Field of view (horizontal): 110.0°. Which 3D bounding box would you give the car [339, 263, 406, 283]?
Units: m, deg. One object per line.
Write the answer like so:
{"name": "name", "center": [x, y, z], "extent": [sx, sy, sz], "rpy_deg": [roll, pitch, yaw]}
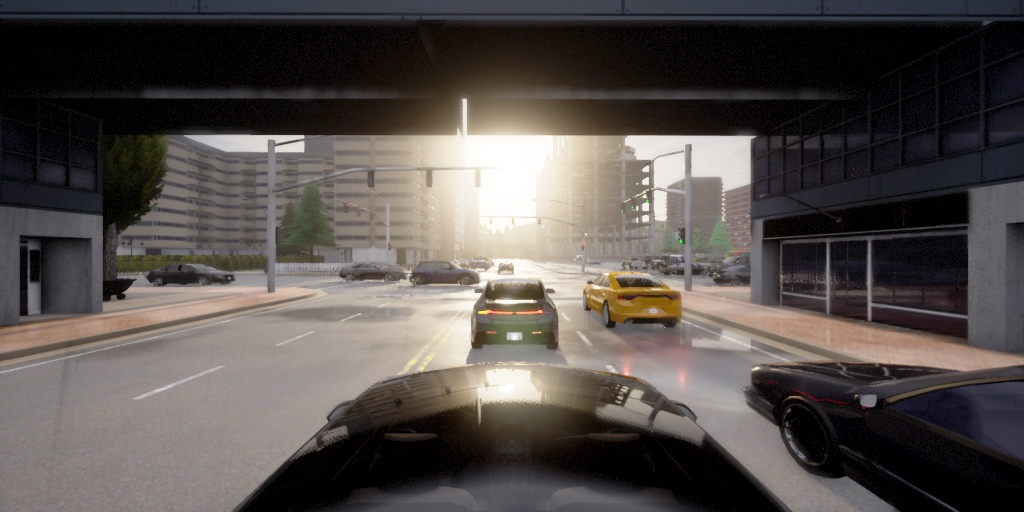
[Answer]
{"name": "car", "center": [-10.654, 1.249, 27.544], "extent": [4.902, 1.511, 2.128], "rpy_deg": [0, 0, -1]}

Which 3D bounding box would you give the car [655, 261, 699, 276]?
{"name": "car", "center": [16.889, 1.361, 34.910], "extent": [4.718, 1.301, 1.895], "rpy_deg": [0, 0, 0]}

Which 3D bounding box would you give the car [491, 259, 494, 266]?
{"name": "car", "center": [-4.554, 1.259, 60.294], "extent": [2.128, 1.511, 4.902], "rpy_deg": [0, 0, 0]}

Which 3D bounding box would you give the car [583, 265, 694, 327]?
{"name": "car", "center": [3.577, 1.231, 11.509], "extent": [1.882, 1.535, 5.008], "rpy_deg": [0, 0, 0]}

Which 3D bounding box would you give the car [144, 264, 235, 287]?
{"name": "car", "center": [-21.297, 1.261, 23.942], "extent": [4.892, 1.490, 1.837], "rpy_deg": [0, 0, 0]}

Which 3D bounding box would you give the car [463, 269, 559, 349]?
{"name": "car", "center": [0.066, 1.257, 9.138], "extent": [1.837, 1.490, 4.892], "rpy_deg": [0, 0, 0]}

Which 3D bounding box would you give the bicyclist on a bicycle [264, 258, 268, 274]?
{"name": "bicyclist on a bicycle", "center": [-25.998, 1.061, 38.402], "extent": [0.582, 1.620, 1.656], "rpy_deg": [0, 0, 0]}

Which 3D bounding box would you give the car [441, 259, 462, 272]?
{"name": "car", "center": [-7.993, 1.241, 47.671], "extent": [1.882, 1.535, 5.008], "rpy_deg": [0, 0, 0]}

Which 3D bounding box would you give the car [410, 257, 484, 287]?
{"name": "car", "center": [-4.410, 1.108, 24.118], "extent": [4.553, 1.767, 2.097], "rpy_deg": [0, 0, -1]}

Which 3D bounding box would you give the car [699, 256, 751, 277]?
{"name": "car", "center": [19.902, 0.980, 31.372], "extent": [5.566, 2.045, 2.150], "rpy_deg": [0, 0, 1]}

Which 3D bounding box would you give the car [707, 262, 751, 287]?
{"name": "car", "center": [15.963, 1.320, 24.207], "extent": [4.181, 1.385, 1.994], "rpy_deg": [0, 0, 1]}

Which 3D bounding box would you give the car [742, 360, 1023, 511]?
{"name": "car", "center": [3.600, 1.297, 1.682], "extent": [2.033, 1.411, 5.357], "rpy_deg": [0, 0, 0]}

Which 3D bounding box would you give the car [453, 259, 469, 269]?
{"name": "car", "center": [-8.045, 1.244, 57.243], "extent": [1.882, 1.535, 5.008], "rpy_deg": [0, 0, 0]}

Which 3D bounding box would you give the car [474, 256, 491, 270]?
{"name": "car", "center": [-4.510, 0.986, 50.553], "extent": [2.150, 2.045, 5.566], "rpy_deg": [0, 0, 0]}

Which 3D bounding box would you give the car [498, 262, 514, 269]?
{"name": "car", "center": [-0.735, 1.363, 44.602], "extent": [1.895, 1.301, 4.718], "rpy_deg": [0, 0, 0]}
